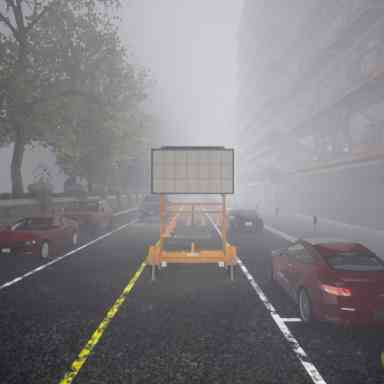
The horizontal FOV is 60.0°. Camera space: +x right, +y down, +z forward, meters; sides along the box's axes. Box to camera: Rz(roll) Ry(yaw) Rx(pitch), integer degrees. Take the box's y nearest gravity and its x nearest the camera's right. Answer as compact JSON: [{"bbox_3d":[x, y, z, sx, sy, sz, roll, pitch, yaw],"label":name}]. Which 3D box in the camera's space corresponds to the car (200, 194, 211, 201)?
[{"bbox_3d":[2.813,1.471,57.448,1.967,1.590,4.097,0,0,0],"label":"car"}]

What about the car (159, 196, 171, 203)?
[{"bbox_3d":[-5.543,1.595,68.727,2.008,1.369,4.403,0,0,0],"label":"car"}]

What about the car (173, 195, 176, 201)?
[{"bbox_3d":[-5.508,1.593,85.447,1.752,1.417,4.829,0,0,0],"label":"car"}]

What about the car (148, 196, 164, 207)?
[{"bbox_3d":[-5.580,1.464,51.837,1.967,1.590,4.097,0,0,0],"label":"car"}]

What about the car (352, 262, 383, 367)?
[{"bbox_3d":[2.693,1.525,1.316,1.752,1.417,4.829,0,0,0],"label":"car"}]

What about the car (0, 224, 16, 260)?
[{"bbox_3d":[-5.676,1.582,6.793,1.802,1.307,4.206,0,0,0],"label":"car"}]

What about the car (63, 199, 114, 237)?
[{"bbox_3d":[-5.652,1.317,18.056,2.192,1.841,5.009,0,0,0],"label":"car"}]

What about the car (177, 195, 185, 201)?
[{"bbox_3d":[-2.811,1.551,88.308,1.882,1.535,5.008,0,0,0],"label":"car"}]

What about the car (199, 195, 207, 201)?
[{"bbox_3d":[2.872,1.508,85.600,1.967,1.590,4.097,0,0,0],"label":"car"}]

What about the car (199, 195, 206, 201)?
[{"bbox_3d":[2.885,1.644,91.230,1.947,1.339,4.313,0,0,0],"label":"car"}]

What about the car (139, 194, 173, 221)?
[{"bbox_3d":[-3.040,1.226,27.909,2.150,2.045,5.566,0,0,0],"label":"car"}]

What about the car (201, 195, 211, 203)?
[{"bbox_3d":[2.837,1.484,68.710,1.967,1.590,4.097,0,0,0],"label":"car"}]

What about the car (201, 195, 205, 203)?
[{"bbox_3d":[2.800,1.569,51.819,1.887,1.381,4.507,0,0,0],"label":"car"}]

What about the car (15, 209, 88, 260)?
[{"bbox_3d":[-5.664,1.545,12.424,1.887,1.381,4.507,0,0,0],"label":"car"}]

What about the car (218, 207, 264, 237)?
[{"bbox_3d":[2.728,1.568,18.039,1.947,1.339,4.313,0,0,0],"label":"car"}]

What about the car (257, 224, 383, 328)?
[{"bbox_3d":[2.704,1.582,6.776,1.802,1.307,4.206,0,0,0],"label":"car"}]

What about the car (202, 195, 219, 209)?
[{"bbox_3d":[2.789,1.563,46.189,1.887,1.381,4.507,0,0,0],"label":"car"}]

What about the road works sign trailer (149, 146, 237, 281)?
[{"bbox_3d":[0.021,0.465,9.804,2.380,3.560,2.880,0,0,0],"label":"road works sign trailer"}]

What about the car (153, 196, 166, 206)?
[{"bbox_3d":[-5.568,1.471,57.465,1.967,1.590,4.097,0,0,0],"label":"car"}]

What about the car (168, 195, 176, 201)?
[{"bbox_3d":[-5.495,1.629,91.248,2.008,1.369,4.403,0,0,0],"label":"car"}]
